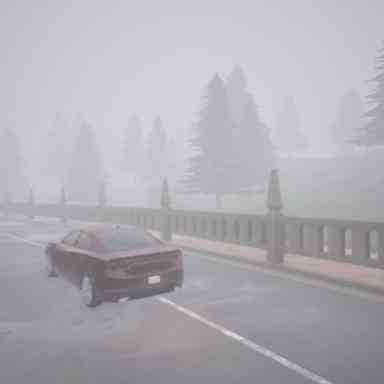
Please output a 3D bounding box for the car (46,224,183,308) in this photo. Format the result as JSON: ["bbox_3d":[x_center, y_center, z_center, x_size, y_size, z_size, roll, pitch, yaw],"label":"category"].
[{"bbox_3d":[-2.197,1.533,8.291,1.882,1.535,5.008,0,0,-37],"label":"car"}]
